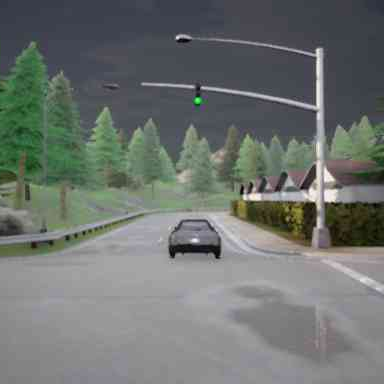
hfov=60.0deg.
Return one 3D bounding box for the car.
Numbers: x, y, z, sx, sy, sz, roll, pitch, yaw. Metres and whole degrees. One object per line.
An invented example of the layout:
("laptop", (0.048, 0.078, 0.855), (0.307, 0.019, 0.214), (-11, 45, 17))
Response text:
("car", (0.101, 1.820, 13.693), (1.994, 1.385, 4.181), (0, -4, 0))
